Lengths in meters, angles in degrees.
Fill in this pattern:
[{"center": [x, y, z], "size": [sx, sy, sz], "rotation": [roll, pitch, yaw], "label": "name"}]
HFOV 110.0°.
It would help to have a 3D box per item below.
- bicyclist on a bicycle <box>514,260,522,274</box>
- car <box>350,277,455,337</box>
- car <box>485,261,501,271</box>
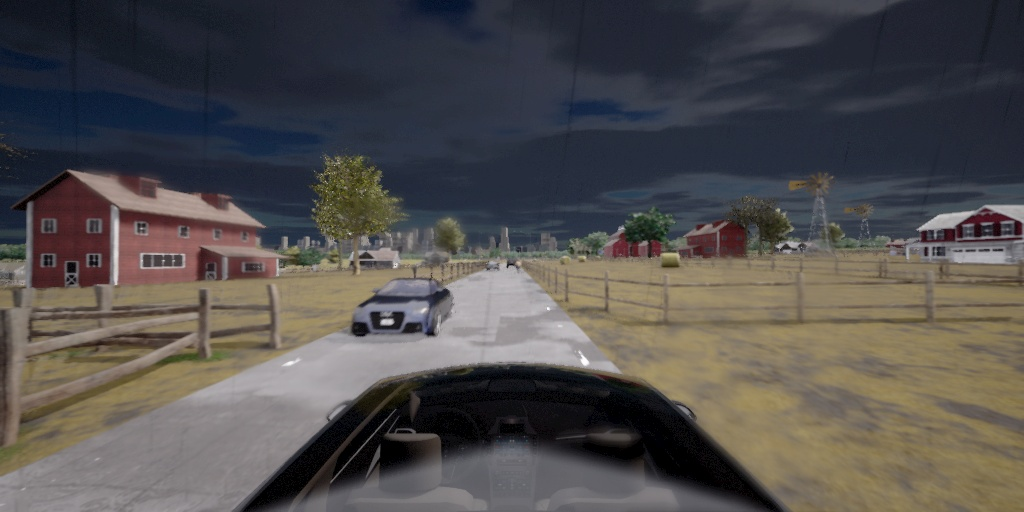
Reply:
[{"center": [0.759, 1.307, 41.570], "size": [0.866, 1.612, 1.509], "rotation": [0, 0, 0], "label": "bicyclist on a bicycle"}, {"center": [-2.853, 1.316, 10.178], "size": [1.994, 1.385, 4.181], "rotation": [0, 0, 0], "label": "car"}, {"center": [-2.819, 1.486, 53.501], "size": [1.812, 1.442, 4.674], "rotation": [0, 0, 0], "label": "car"}]
